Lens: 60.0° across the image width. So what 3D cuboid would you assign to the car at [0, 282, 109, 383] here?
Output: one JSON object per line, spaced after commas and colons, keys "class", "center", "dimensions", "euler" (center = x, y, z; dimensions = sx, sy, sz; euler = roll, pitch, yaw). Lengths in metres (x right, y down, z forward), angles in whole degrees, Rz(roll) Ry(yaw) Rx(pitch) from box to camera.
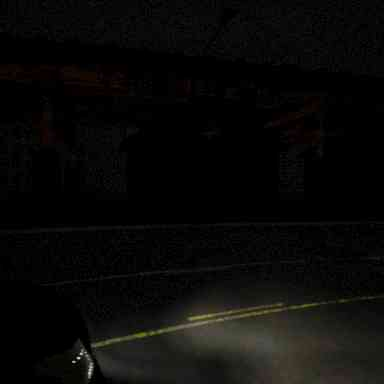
{"class": "car", "center": [-3.268, 1.193, 1.681], "dimensions": [5.566, 2.045, 2.150], "euler": [2, -1, -37]}
